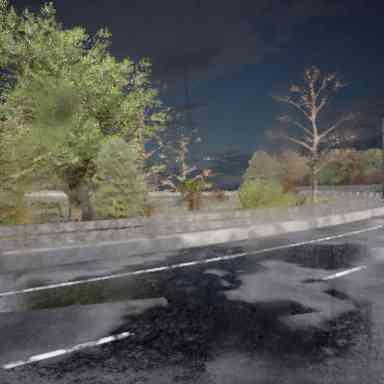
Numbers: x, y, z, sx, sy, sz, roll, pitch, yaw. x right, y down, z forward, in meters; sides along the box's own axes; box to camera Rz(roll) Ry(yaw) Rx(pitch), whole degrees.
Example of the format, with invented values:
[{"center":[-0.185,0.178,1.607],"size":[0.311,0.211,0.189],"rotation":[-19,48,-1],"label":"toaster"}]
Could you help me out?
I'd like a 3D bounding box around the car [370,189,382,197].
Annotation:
[{"center":[43.367,0.267,76.148],"size":[2.150,2.045,5.566],"rotation":[-1,0,10],"label":"car"}]
